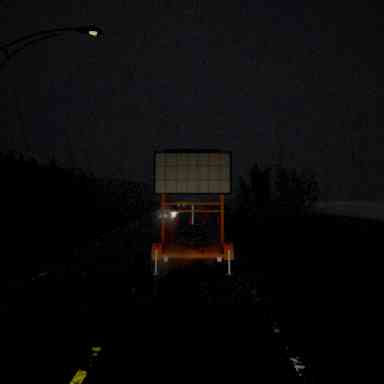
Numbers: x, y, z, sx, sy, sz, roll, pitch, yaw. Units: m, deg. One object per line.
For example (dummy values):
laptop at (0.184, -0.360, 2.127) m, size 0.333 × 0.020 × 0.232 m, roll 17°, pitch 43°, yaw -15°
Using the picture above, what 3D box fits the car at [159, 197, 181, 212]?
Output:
car at (-2.767, 1.617, 40.118) m, size 1.994 × 1.385 × 4.181 m, roll 0°, pitch 0°, yaw 0°

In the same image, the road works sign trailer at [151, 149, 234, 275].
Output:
road works sign trailer at (0.022, 0.471, 10.427) m, size 2.380 × 3.560 × 2.880 m, roll 0°, pitch 0°, yaw 0°

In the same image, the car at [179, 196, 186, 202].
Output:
car at (-2.587, 1.712, 79.314) m, size 1.812 × 1.442 × 4.674 m, roll 0°, pitch 0°, yaw 0°
